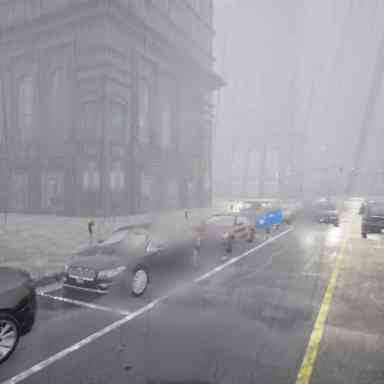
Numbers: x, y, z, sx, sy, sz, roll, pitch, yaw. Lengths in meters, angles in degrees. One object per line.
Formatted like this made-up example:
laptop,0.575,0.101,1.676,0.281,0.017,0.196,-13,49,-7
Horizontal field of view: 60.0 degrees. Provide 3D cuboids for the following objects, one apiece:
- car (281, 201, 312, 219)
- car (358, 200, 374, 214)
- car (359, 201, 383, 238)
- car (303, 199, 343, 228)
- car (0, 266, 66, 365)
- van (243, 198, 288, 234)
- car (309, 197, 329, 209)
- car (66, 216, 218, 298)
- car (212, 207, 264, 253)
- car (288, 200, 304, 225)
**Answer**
car,9.029,1.477,28.521,1.802,1.307,4.206,0,0,27
car,17.607,1.507,32.512,1.994,1.385,4.181,1,0,27
car,9.717,1.474,17.006,1.837,1.490,4.892,1,1,27
car,8.817,1.437,21.997,1.837,1.490,4.892,1,0,27
car,-3.737,1.511,3.394,1.947,1.339,4.313,0,0,27
van,3.924,1.254,18.469,1.690,1.788,3.998,0,0,27
car,16.688,1.425,43.596,2.008,1.369,4.403,0,0,27
car,-1.184,1.484,8.419,2.008,1.369,4.403,0,0,27
car,1.370,1.505,13.445,1.802,1.307,4.206,0,0,27
car,6.399,1.429,23.343,1.752,1.417,4.829,0,0,27
